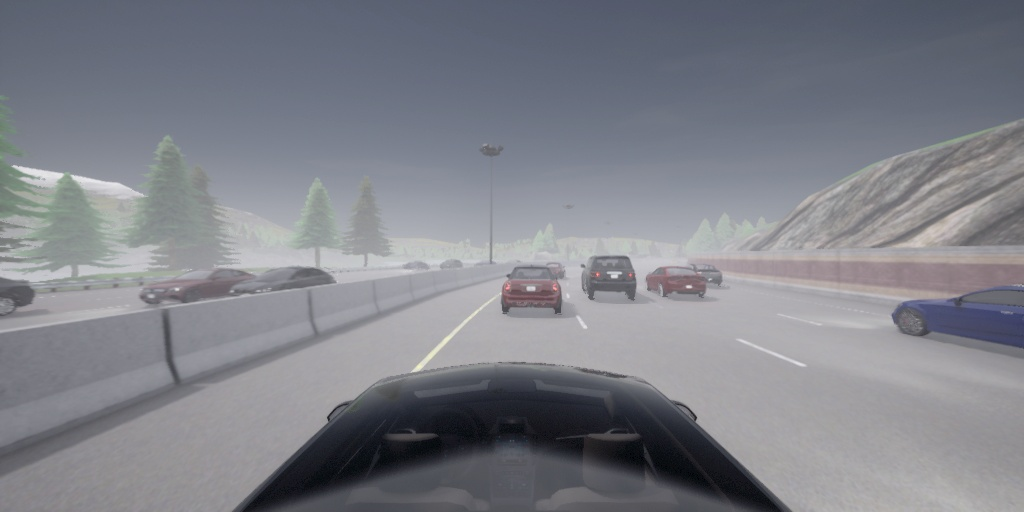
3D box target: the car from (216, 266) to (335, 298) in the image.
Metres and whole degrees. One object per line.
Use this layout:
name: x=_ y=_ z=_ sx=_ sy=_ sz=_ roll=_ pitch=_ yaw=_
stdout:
car: x=-9.759 y=1.228 z=15.691 sx=1.837 sy=1.490 sz=4.892 roll=0 pitch=0 yaw=6

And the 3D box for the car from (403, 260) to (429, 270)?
car: x=-13.362 y=1.282 z=49.923 sx=1.994 sy=1.385 sz=4.181 roll=0 pitch=0 yaw=18

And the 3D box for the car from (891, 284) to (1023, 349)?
car: x=10.837 y=1.309 z=7.432 sx=1.812 sy=1.442 sz=4.674 roll=0 pitch=0 yaw=3

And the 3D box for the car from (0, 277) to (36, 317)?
car: x=-17.217 y=1.205 z=10.071 sx=1.837 sy=1.490 sz=4.892 roll=0 pitch=0 yaw=4

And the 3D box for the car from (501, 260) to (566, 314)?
car: x=0.814 y=1.106 z=14.040 sx=2.097 sy=1.767 sz=4.553 roll=0 pitch=0 yaw=5

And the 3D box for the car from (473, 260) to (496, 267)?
car: x=-4.104 y=1.293 z=55.459 sx=2.033 sy=1.411 sz=5.357 roll=0 pitch=0 yaw=21

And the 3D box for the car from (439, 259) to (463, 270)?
car: x=-8.832 y=1.237 z=52.514 sx=1.837 sy=1.490 sz=4.892 roll=0 pitch=0 yaw=19

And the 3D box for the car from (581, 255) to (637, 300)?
car: x=4.770 y=0.987 z=18.221 sx=2.150 sy=2.045 sz=5.566 roll=0 pitch=0 yaw=7

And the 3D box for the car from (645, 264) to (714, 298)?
car: x=8.397 y=1.255 z=18.822 sx=1.882 sy=1.535 sz=5.008 roll=0 pitch=0 yaw=7

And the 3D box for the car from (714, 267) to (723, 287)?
car: x=12.944 y=1.283 z=25.019 sx=2.128 sy=1.511 sz=4.902 roll=0 pitch=0 yaw=10

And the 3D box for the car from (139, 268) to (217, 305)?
car: x=-13.282 y=1.238 z=15.748 sx=1.812 sy=1.442 sz=4.674 roll=0 pitch=0 yaw=6
